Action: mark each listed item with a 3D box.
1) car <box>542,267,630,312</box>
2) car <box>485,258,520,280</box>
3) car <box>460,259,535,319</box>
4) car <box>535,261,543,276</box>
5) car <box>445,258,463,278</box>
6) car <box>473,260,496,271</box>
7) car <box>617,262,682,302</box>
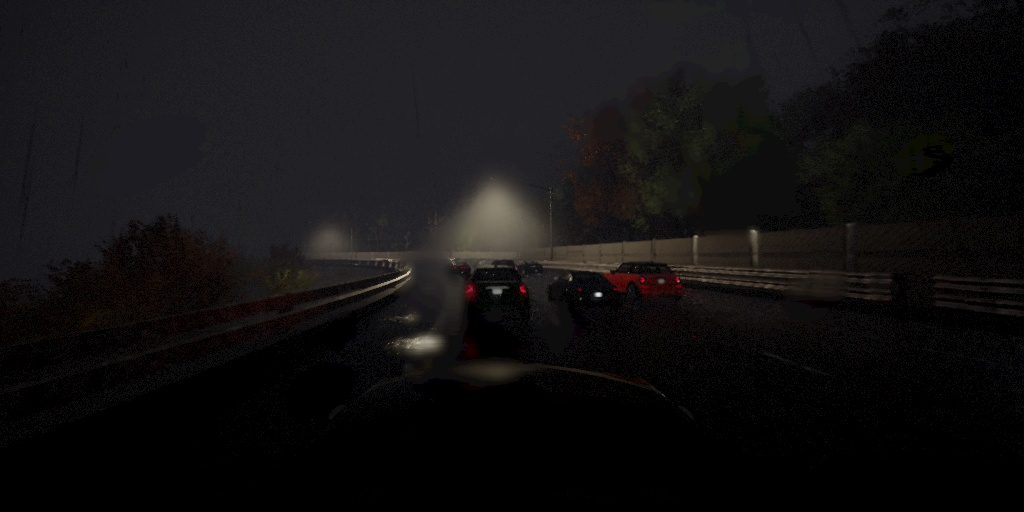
[{"bbox_3d":[2.694,1.283,14.184,1.994,1.385,4.181,0,0,-7],"label":"car"},{"bbox_3d":[-0.936,1.069,31.814,2.097,1.767,4.553,0,0,-15],"label":"car"},{"bbox_3d":[-0.673,1.091,12.921,2.097,1.767,4.553,0,0,-6],"label":"car"},{"bbox_3d":[1.492,1.190,35.753,2.128,1.511,4.902,0,0,-18],"label":"car"},{"bbox_3d":[-5.018,1.229,33.259,2.128,1.511,4.902,0,0,-18],"label":"car"},{"bbox_3d":[-3.943,1.310,50.769,1.895,1.301,4.718,0,0,-21],"label":"car"},{"bbox_3d":[5.837,1.050,16.828,2.097,1.767,4.553,0,0,-8],"label":"car"}]
